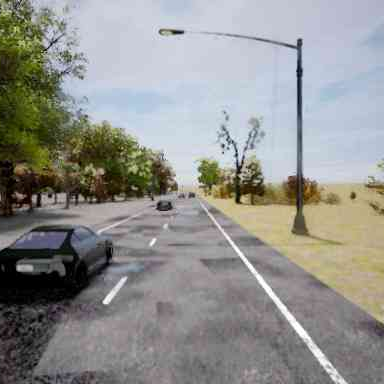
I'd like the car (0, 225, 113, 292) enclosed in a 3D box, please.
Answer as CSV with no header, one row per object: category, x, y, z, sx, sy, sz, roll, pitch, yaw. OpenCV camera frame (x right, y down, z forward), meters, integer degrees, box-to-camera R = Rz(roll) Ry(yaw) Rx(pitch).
car,-3.499,1.564,8.971,1.994,1.385,4.181,0,0,0

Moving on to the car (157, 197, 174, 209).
car,-3.498,1.453,43.413,2.128,1.511,4.902,0,0,0
